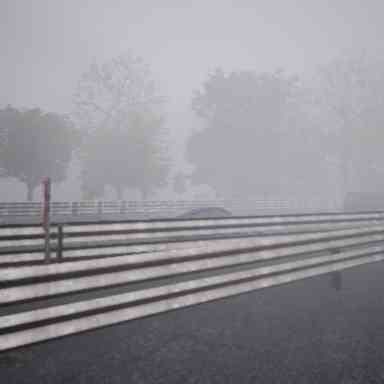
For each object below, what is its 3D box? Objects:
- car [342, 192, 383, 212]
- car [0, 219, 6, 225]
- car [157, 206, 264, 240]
[{"bbox_3d":[15.390,1.022,28.331,5.566,2.045,2.150,0,0,-25],"label":"car"},{"bbox_3d":[-9.497,1.338,12.405,4.718,1.301,1.895,0,0,-27],"label":"car"},{"bbox_3d":[0.746,1.284,13.590,4.674,1.442,1.812,0,0,-26],"label":"car"}]
